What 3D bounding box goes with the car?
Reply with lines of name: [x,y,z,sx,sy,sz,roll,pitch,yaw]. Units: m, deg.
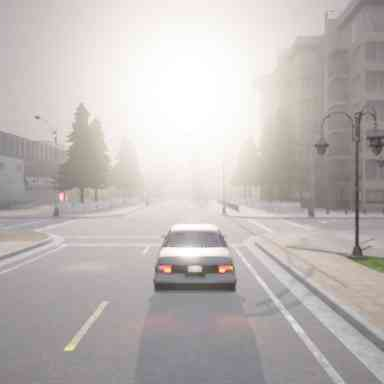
car: [0.063,1.547,8.980,2.033,1.411,5.357,0,0,0]
